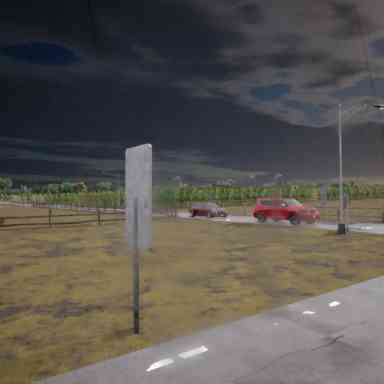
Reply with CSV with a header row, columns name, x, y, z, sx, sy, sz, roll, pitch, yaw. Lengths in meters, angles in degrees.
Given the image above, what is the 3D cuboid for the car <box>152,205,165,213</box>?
name,x,y,z,sx,sy,sz,roll,pitch,yaw
car,-5.593,2.329,45.166,1.895,1.301,4.718,0,-1,-36

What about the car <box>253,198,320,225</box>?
name,x,y,z,sx,sy,sz,roll,pitch,yaw
car,7.483,1.517,27.012,2.150,2.045,5.566,0,-1,-36

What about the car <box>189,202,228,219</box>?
name,x,y,z,sx,sy,sz,roll,pitch,yaw
car,1.699,1.837,35.039,2.097,1.767,4.553,0,-1,-36
